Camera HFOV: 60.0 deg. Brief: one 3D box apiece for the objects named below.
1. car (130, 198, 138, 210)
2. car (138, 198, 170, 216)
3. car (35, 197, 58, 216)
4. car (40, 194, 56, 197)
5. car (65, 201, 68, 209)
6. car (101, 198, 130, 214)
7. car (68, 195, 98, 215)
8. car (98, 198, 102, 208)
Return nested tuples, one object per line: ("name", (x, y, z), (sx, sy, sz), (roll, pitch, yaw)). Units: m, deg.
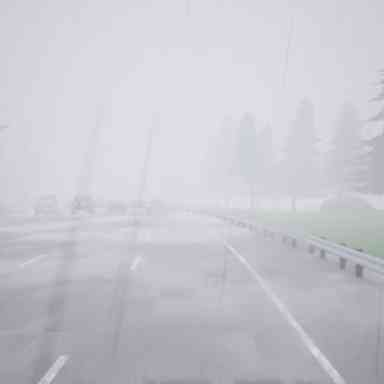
("car", (-7.445, 1.603, 43.649), (1.837, 1.490, 4.892), (0, 0, -26))
("car", (-3.735, 1.425, 33.483), (2.097, 1.767, 4.553), (0, 0, -18))
("car", (-14.891, 1.554, 33.977), (1.882, 1.535, 5.008), (0, 0, -22))
("car", (-19.044, 1.322, 43.808), (2.150, 2.045, 5.566), (0, 0, -30))
("car", (-16.128, 1.609, 45.748), (1.837, 1.490, 4.892), (0, 0, -29))
("car", (-8.564, 1.560, 37.069), (1.882, 1.535, 5.008), (0, 0, -22))
("car", (-11.568, 1.300, 35.071), (2.150, 2.045, 5.566), (0, 0, -22))
("car", (-12.967, 1.630, 47.255), (1.812, 1.442, 4.674), (0, 0, -29))
